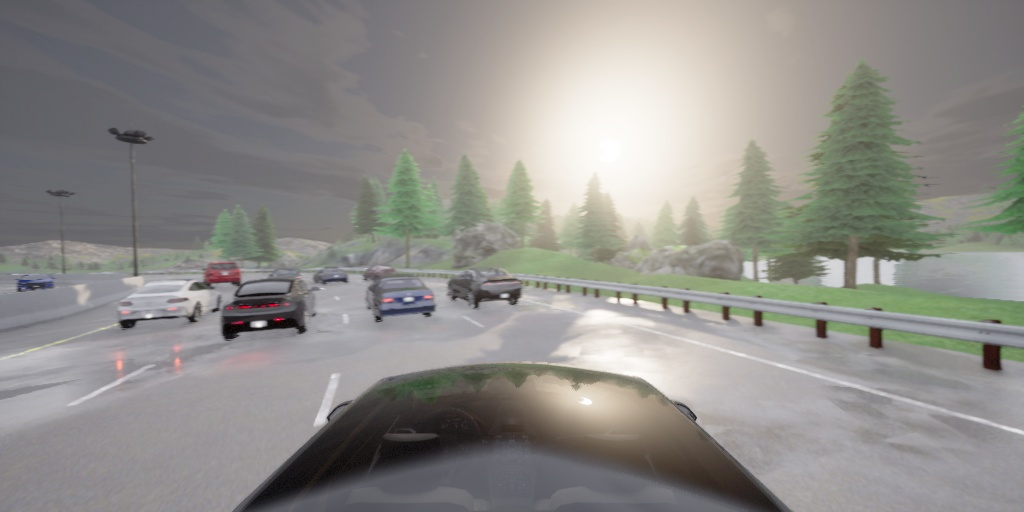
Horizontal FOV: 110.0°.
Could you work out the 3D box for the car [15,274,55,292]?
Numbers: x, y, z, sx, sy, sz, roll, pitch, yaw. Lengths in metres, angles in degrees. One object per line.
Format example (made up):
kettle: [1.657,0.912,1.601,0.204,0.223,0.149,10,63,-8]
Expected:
car: [-41.857,2.319,31.500,5.008,1.535,1.882,-2,0,37]

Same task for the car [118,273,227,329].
car: [-12.026,1.574,12.842,1.812,1.442,4.674,-2,0,-28]

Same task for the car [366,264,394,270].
car: [-11.368,1.446,30.909,1.812,1.442,4.674,-2,0,-38]

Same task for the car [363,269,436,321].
car: [-4.156,1.357,12.928,2.033,1.411,5.357,-2,0,-26]

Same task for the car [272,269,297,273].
car: [-17.443,1.673,27.493,2.033,1.411,5.357,-2,0,-39]

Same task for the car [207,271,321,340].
car: [-7.138,1.416,10.894,1.837,1.490,4.892,-2,0,-24]

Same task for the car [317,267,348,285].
car: [-15.301,1.608,30.170,1.994,1.385,4.181,-2,0,-39]

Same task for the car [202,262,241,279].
car: [-23.935,1.531,29.586,2.150,2.045,5.566,-2,0,-43]

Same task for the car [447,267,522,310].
car: [-1.292,1.203,14.792,2.128,1.511,4.902,-2,0,-25]
